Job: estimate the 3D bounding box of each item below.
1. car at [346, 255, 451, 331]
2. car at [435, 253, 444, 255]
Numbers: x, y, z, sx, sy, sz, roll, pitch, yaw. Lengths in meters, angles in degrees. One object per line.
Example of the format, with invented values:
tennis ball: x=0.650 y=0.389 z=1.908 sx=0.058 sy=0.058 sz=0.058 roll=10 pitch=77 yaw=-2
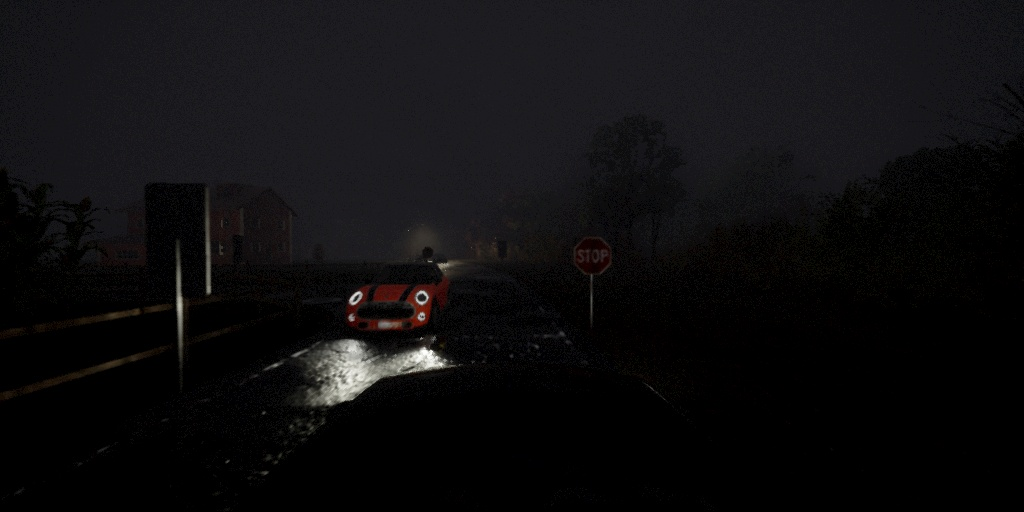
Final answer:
car: x=-3.067 y=0.984 z=10.566 sx=2.097 sy=1.767 sz=4.553 roll=0 pitch=1 yaw=-3
car: x=-11.707 y=0.329 z=58.264 sx=2.097 sy=1.767 sz=4.553 roll=0 pitch=1 yaw=-18
